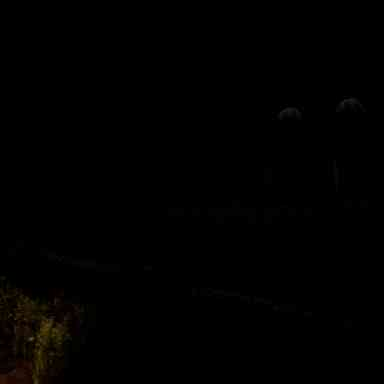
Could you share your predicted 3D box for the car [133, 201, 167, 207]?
[{"bbox_3d":[-5.318,1.755,41.983,1.895,1.301,4.718,0,-1,36],"label":"car"}]
